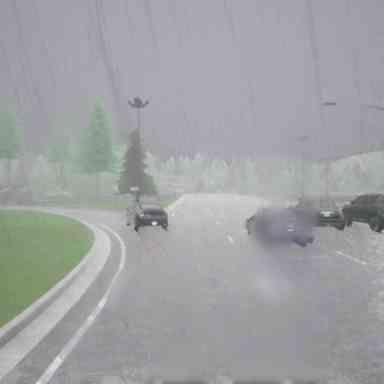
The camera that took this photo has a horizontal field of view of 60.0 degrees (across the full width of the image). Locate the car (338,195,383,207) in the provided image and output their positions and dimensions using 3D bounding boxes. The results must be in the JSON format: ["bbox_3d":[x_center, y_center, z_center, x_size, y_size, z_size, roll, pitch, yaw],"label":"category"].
[{"bbox_3d":[23.818,1.222,47.001,5.357,1.411,2.033,0,1,43],"label":"car"}]

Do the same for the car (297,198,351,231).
[{"bbox_3d":[7.100,1.216,19.617,2.097,1.767,4.553,0,0,0],"label":"car"}]

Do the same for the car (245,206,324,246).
[{"bbox_3d":[3.600,1.446,14.577,2.033,1.411,5.357,0,0,0],"label":"car"}]

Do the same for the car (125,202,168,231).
[{"bbox_3d":[-2.755,1.369,19.651,1.837,1.490,4.892,1,0,-19],"label":"car"}]

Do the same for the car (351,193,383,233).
[{"bbox_3d":[10.599,1.090,18.931,2.150,2.045,5.566,0,0,0],"label":"car"}]
